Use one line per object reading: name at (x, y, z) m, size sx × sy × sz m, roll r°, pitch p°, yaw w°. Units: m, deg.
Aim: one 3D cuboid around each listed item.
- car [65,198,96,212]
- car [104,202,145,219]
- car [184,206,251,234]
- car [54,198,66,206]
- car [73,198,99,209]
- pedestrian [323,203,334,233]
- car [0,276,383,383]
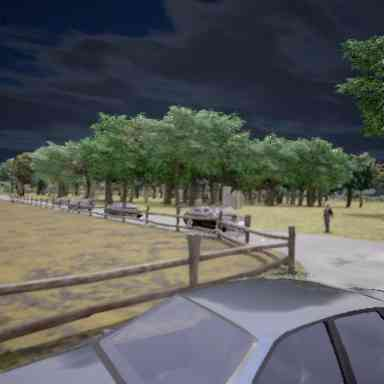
car at (-13.745, 1.605, 40.999) m, size 1.837 × 1.490 × 4.892 m, roll 2°, pitch -2°, yaw -35°
car at (-6.298, 1.653, 30.509) m, size 2.033 × 1.411 × 5.357 m, roll 2°, pitch -1°, yaw -36°
car at (1.388, 1.600, 19.673) m, size 2.128 × 1.511 × 4.902 m, roll 2°, pitch -1°, yaw -34°
car at (-23.699, 1.710, 59.988) m, size 2.033 × 1.411 × 5.357 m, roll 2°, pitch -1°, yaw -35°
car at (-15.578, 1.683, 48.613) m, size 2.128 × 1.511 × 4.902 m, roll 2°, pitch -2°, yaw -35°
pedestrian at (8.282, 1.577, 20.363) m, size 0.375 × 1.860 × 0.375 m, roll 2°, pitch -1°, yaw -35°
car at (0.562, 1.568, 2.839) m, size 5.357 × 1.411 × 2.033 m, roll 1°, pitch 0°, yaw -31°
